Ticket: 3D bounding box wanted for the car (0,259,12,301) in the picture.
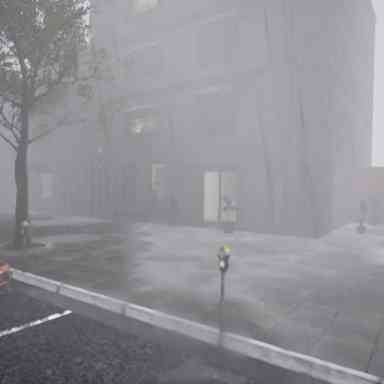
[{"bbox_3d":[-5.162,1.461,6.545,4.206,1.307,1.802,1,1,35],"label":"car"}]
